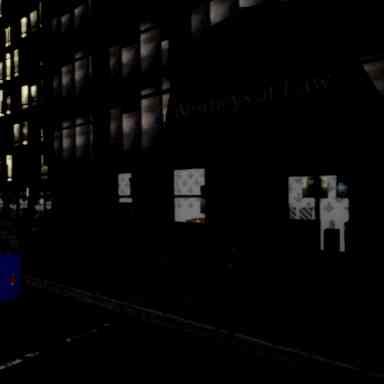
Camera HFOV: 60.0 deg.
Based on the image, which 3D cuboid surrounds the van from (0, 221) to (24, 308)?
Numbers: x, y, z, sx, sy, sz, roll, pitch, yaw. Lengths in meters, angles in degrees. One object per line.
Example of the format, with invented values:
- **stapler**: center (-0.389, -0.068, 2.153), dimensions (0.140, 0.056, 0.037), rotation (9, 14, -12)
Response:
- **van**: center (-5.097, 1.412, 6.824), dimensions (3.998, 1.788, 1.690), rotation (-1, 0, 37)
